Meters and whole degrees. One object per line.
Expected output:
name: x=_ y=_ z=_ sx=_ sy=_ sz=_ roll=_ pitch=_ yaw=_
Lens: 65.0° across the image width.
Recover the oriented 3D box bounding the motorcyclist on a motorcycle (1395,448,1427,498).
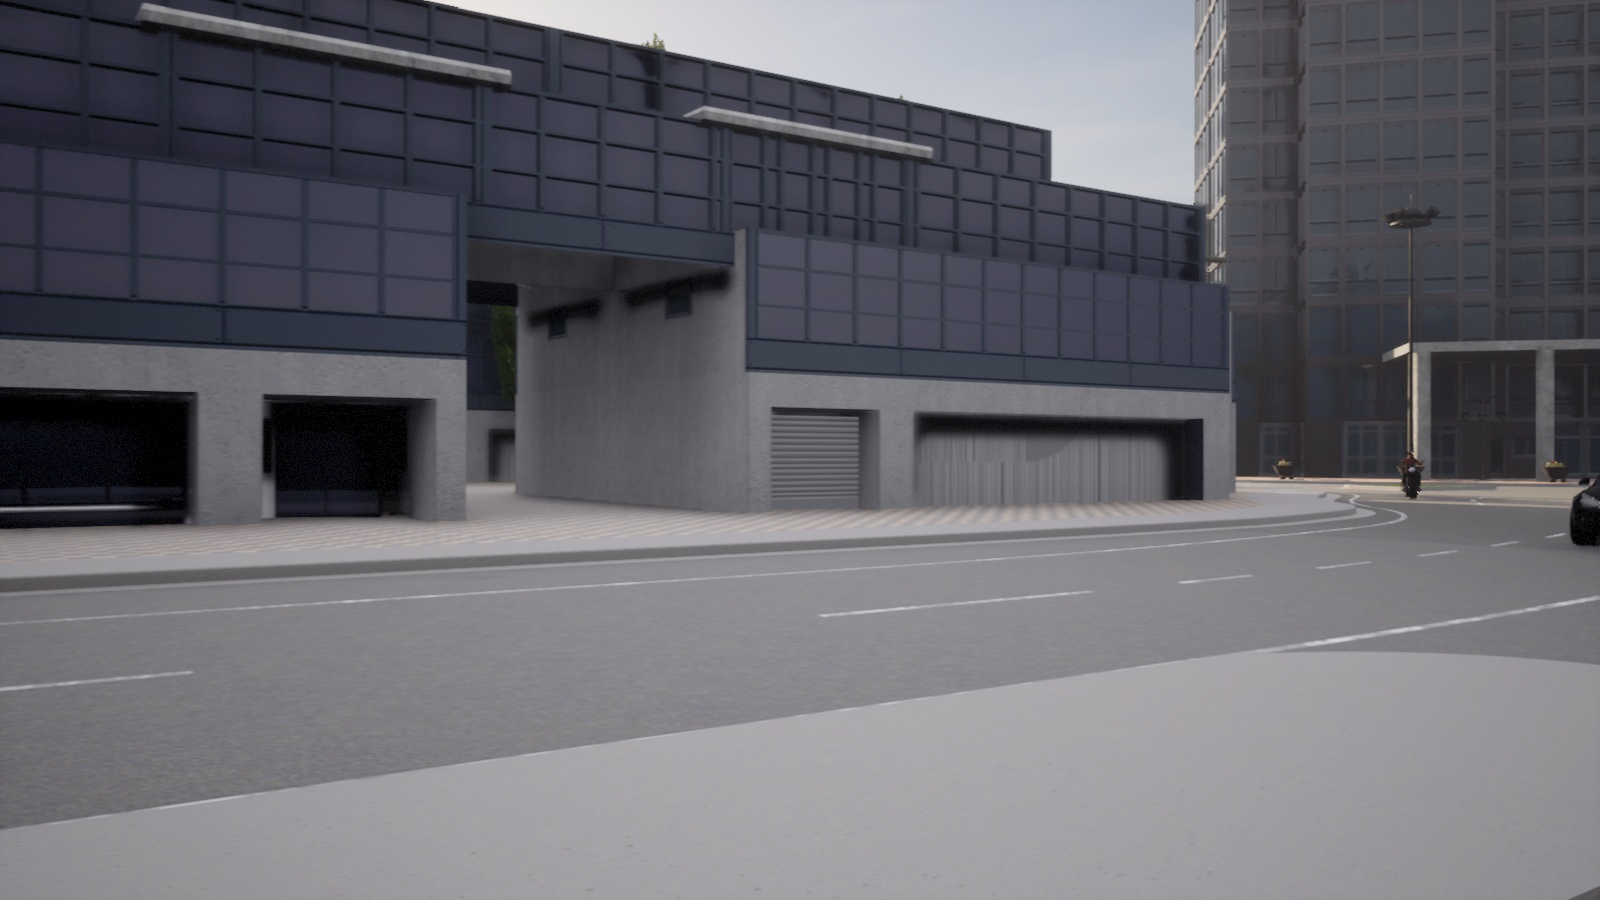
motorcyclist on a motorcycle: x=20.755 y=0.752 z=42.690 sx=0.766 sy=1.649 sz=2.350 roll=-1 pitch=0 yaw=22

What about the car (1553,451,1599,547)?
car: x=14.392 y=0.764 z=21.096 sx=2.163 sy=1.488 sz=4.792 roll=0 pitch=0 yaw=41
